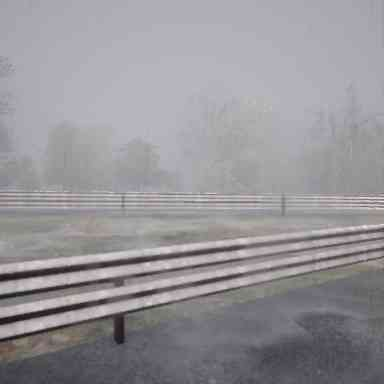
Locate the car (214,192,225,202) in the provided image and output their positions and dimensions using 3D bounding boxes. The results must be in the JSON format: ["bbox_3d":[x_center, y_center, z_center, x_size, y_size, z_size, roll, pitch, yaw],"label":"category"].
[{"bbox_3d":[4.688,0.643,30.421,4.553,1.767,2.097,1,0,-11],"label":"car"}]

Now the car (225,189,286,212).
[{"bbox_3d":[5.351,0.656,26.985,4.553,1.767,2.097,1,0,-11],"label":"car"}]
